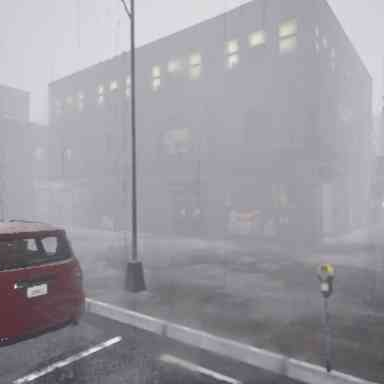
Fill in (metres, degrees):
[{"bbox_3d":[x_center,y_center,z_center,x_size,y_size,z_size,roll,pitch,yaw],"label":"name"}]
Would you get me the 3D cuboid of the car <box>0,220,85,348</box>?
[{"bbox_3d":[-3.950,1.412,5.818,5.009,1.841,2.192,-1,-2,37],"label":"car"}]
